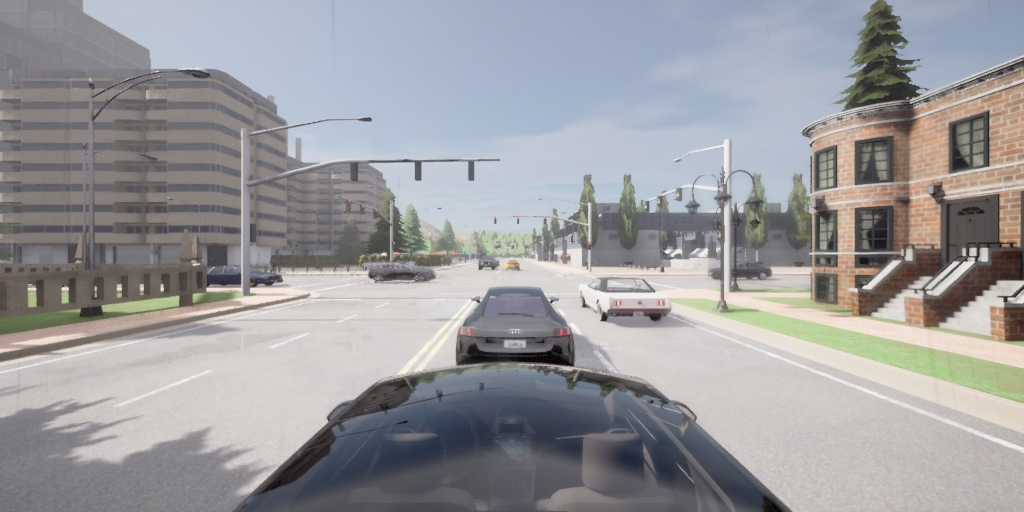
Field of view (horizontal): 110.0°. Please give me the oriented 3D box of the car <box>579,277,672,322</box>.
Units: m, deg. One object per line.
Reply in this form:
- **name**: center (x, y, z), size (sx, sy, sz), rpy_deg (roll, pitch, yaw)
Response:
- **car**: center (3.583, 1.350, 12.335), size (1.895, 1.301, 4.718), rpy_deg (0, 0, 0)

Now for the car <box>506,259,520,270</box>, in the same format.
- **car**: center (0.105, 1.222, 51.722), size (1.882, 1.535, 5.008), rpy_deg (0, 0, 0)

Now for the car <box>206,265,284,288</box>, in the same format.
- **car**: center (-17.965, 1.295, 23.249), size (5.357, 1.411, 2.033), rpy_deg (0, 0, 0)

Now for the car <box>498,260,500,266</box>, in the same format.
- **car**: center (-3.560, 1.307, 61.930), size (1.994, 1.385, 4.181), rpy_deg (0, 0, 0)

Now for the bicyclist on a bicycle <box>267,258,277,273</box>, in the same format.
- **bicyclist on a bicycle**: center (-25.245, 1.048, 37.737), size (0.582, 1.620, 1.656), rpy_deg (0, 0, 0)

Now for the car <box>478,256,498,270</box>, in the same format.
- **car**: center (-3.583, 0.966, 51.958), size (2.150, 2.045, 5.566), rpy_deg (0, 0, 1)

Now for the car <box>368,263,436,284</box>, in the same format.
- **car**: center (-8.149, 1.240, 26.651), size (4.902, 1.511, 2.128), rpy_deg (0, 0, 1)

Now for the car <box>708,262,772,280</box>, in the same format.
- **car**: center (19.090, 1.252, 30.122), size (4.892, 1.490, 1.837), rpy_deg (0, 0, -1)

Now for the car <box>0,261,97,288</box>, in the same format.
- **car**: center (-29.628, 1.225, 23.258), size (5.008, 1.535, 1.882), rpy_deg (0, 0, 0)

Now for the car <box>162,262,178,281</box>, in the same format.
- **car**: center (-24.149, 1.225, 26.752), size (5.008, 1.535, 1.882), rpy_deg (0, 0, 0)

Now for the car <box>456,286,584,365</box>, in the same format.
- **car**: center (0.064, 1.313, 7.486), size (1.994, 1.385, 4.181), rpy_deg (0, 0, 0)
